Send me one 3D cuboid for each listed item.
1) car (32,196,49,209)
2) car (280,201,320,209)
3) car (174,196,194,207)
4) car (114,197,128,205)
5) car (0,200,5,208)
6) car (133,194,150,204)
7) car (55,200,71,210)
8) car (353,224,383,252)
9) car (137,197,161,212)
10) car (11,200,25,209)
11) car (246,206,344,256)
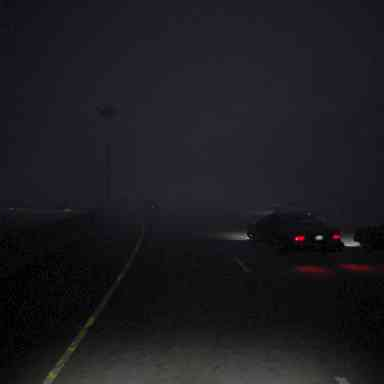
[{"bbox_3d":[-24.451,1.664,53.701,2.150,2.045,5.566,-1,0,-22],"label":"car"},{"bbox_3d":[8.835,1.458,28.433,1.895,1.301,4.718,-1,0,-11],"label":"car"},{"bbox_3d":[-1.285,1.385,52.171,2.097,1.767,4.553,-1,0,-19],"label":"car"},{"bbox_3d":[-13.715,1.750,64.423,1.837,1.490,4.892,0,-1,-25],"label":"car"},{"bbox_3d":[-34.612,2.119,59.216,1.994,1.385,4.181,-1,0,-26],"label":"car"},{"bbox_3d":[-9.703,1.398,64.782,2.150,2.045,5.566,0,-1,-26],"label":"car"},{"bbox_3d":[-19.090,1.860,49.369,1.812,1.442,4.674,-1,0,-19],"label":"car"},{"bbox_3d":[7.337,1.425,10.364,2.033,1.411,5.357,-1,0,-6],"label":"car"},{"bbox_3d":[-4.998,1.657,39.927,1.994,1.385,4.181,-1,0,-15],"label":"car"},{"bbox_3d":[-29.574,2.030,56.687,1.812,1.442,4.674,-1,0,-23],"label":"car"},{"bbox_3d":[3.659,1.488,12.872,2.033,1.411,5.357,-1,0,-7],"label":"car"}]
